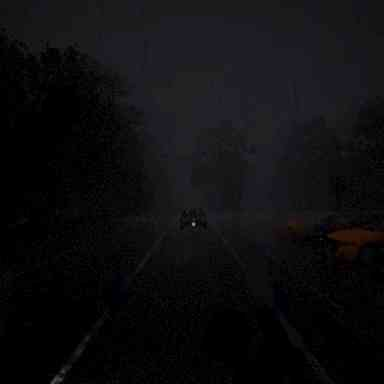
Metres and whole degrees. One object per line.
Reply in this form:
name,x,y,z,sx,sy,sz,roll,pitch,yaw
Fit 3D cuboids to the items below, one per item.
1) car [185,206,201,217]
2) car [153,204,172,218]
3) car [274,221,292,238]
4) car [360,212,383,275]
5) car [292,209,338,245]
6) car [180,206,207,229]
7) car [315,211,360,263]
car,0.108,2.435,41.594,1.895,1.301,4.718,0,-2,0
car,-3.336,2.236,38.737,1.837,1.490,4.892,0,-2,0
car,6.903,1.628,16.680,5.366,1.575,1.946,0,-1,0
car,7.114,1.412,8.364,4.553,1.767,2.185,0,0,0
car,7.092,1.592,13.912,4.892,1.521,2.231,0,-1,0
car,0.104,1.929,24.568,1.895,1.301,4.718,0,-1,0
car,7.091,1.560,11.140,5.008,1.535,2.097,0,0,0
